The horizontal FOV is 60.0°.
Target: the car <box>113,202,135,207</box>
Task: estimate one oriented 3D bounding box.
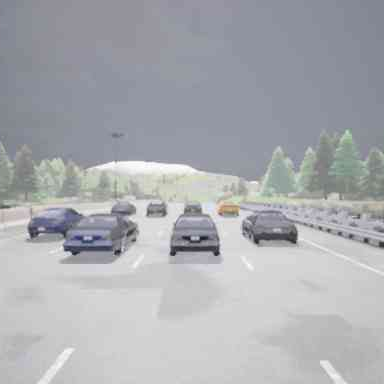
[{"bbox_3d":[-6.893,1.672,33.964,1.994,1.385,4.181,0,-1,0],"label":"car"}]

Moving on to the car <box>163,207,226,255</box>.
[{"bbox_3d":[0.102,1.554,13.336,2.033,1.411,5.357,0,0,0],"label":"car"}]

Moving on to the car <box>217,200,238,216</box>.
[{"bbox_3d":[3.606,1.587,34.138,1.882,1.535,5.008,0,-1,0],"label":"car"}]

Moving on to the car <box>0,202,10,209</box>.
[{"bbox_3d":[-17.591,1.550,28.553,2.128,1.511,4.902,0,0,0],"label":"car"}]

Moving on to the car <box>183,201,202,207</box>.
[{"bbox_3d":[0.093,1.638,34.309,1.812,1.442,4.674,0,-1,0],"label":"car"}]

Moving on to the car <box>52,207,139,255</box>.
[{"bbox_3d":[-3.397,1.555,13.361,2.033,1.411,5.357,0,0,0],"label":"car"}]

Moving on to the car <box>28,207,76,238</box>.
[{"bbox_3d":[-6.912,1.537,17.562,1.812,1.442,4.674,0,0,0],"label":"car"}]

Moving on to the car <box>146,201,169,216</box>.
[{"bbox_3d":[-3.394,1.590,33.164,2.128,1.511,4.902,0,-1,0],"label":"car"}]

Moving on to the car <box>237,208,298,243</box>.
[{"bbox_3d":[3.603,1.572,16.028,1.994,1.385,4.181,0,0,0],"label":"car"}]
